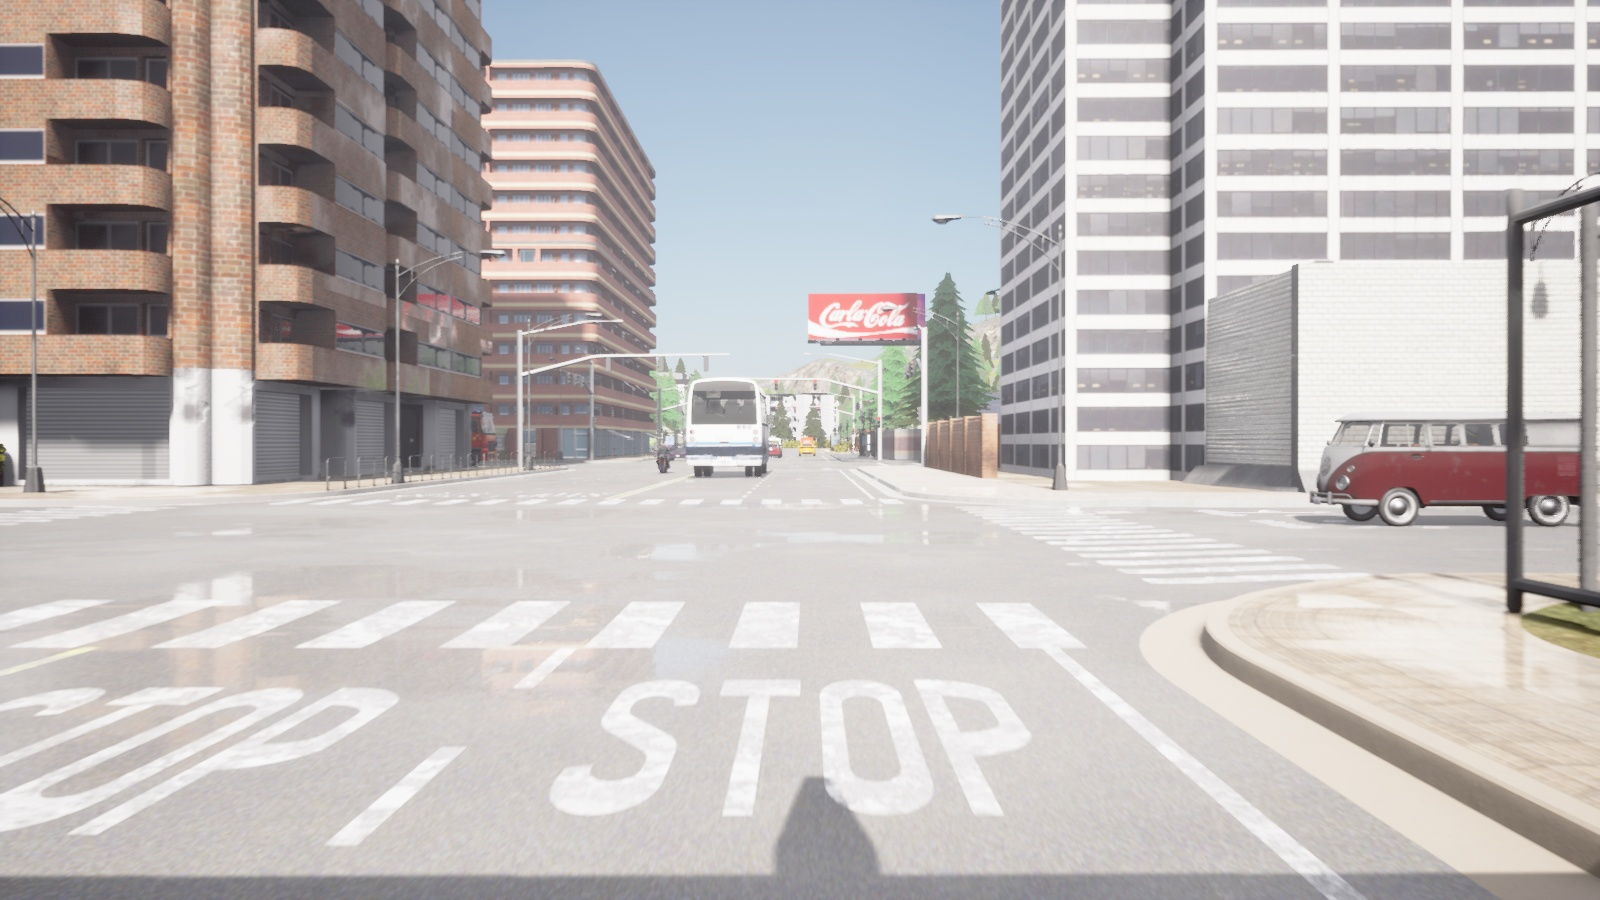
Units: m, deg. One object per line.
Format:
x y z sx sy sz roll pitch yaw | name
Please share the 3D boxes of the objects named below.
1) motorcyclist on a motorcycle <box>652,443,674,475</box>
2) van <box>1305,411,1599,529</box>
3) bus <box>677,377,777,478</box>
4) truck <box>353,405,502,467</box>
-6.653 0.432 61.088 0.866 1.530 2.191 0 0 0 | motorcyclist on a motorcycle
11.413 0.329 21.979 4.442 1.987 1.775 0 0 0 | van
-3.158 -0.959 57.990 3.944 4.253 10.273 0 0 0 | bus
-23.265 -0.881 78.763 8.468 3.827 2.891 0 0 1 | truck
